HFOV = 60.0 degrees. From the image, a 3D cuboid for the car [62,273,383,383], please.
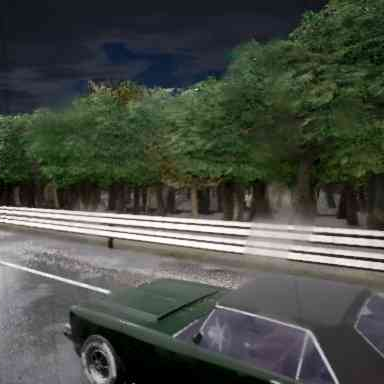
[{"bbox_3d":[0.729,1.600,3.517,4.718,1.301,1.895,0,0,36],"label":"car"}]
